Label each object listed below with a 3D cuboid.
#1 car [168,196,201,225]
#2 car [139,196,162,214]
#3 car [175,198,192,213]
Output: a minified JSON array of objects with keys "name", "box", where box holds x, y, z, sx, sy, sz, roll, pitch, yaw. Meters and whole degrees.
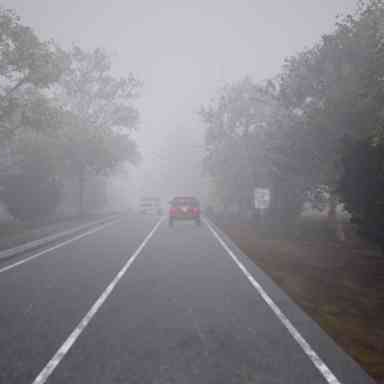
[{"name":"car","box":[-0.551,1.277,24.471,2.150,2.045,5.566,0,0,-2]},{"name":"car","box":[-4.628,1.426,37.620,2.150,2.045,5.566,0,-2,-1]},{"name":"car","box":[-1.047,1.688,41.358,2.097,1.767,4.553,0,-2,-1]}]
